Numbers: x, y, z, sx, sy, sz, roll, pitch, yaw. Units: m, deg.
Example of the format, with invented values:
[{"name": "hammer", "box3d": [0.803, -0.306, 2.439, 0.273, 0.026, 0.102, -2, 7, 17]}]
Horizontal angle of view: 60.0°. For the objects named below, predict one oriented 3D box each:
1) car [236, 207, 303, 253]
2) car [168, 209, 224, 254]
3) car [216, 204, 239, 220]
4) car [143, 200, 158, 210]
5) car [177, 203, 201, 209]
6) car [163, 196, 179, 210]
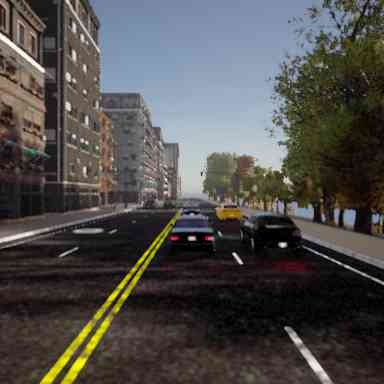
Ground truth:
[{"name": "car", "box3d": [3.254, 1.643, 14.306, 1.837, 1.490, 4.892, 0, 0, 0]}, {"name": "car", "box3d": [0.000, 1.680, 13.993, 2.033, 1.411, 5.357, 0, -1, 0]}, {"name": "car", "box3d": [3.254, 1.759, 29.485, 1.882, 1.535, 5.008, 0, 0, 0]}, {"name": "car", "box3d": [-6.508, 2.022, 52.447, 1.837, 1.490, 4.892, 0, -1, 0]}, {"name": "car", "box3d": [-0.001, 1.824, 28.992, 2.033, 1.411, 5.357, 0, -1, 0]}, {"name": "car", "box3d": [-3.256, 1.718, 52.703, 2.150, 2.045, 5.566, 0, -1, 0]}]
